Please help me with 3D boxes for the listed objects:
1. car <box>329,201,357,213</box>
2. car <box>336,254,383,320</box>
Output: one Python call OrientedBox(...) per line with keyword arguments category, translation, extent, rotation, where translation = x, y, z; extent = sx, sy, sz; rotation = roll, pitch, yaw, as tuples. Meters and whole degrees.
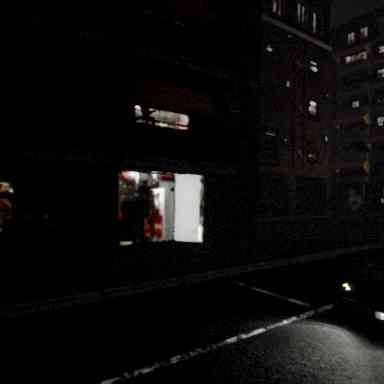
OrientedBox(category="car", translation=(18.733, 1.888, 42.986), extent=(1.752, 1.417, 4.829), rotation=(2, -1, -35))
OrientedBox(category="car", translation=(5.196, 1.586, 6.777), extent=(5.357, 1.411, 2.033), rotation=(0, 0, -35))
